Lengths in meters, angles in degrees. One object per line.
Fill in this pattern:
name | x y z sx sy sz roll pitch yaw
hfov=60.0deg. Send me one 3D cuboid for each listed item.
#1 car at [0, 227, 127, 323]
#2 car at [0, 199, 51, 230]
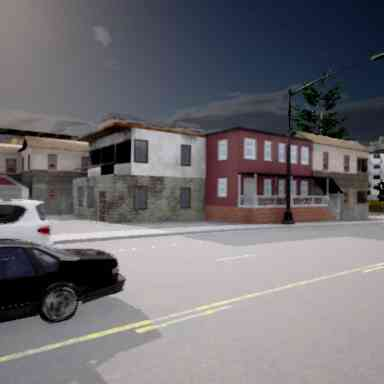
car | -3.842 1.532 5.584 5.357 1.411 2.033 0 0 -37
car | -6.353 1.196 8.076 5.566 2.045 2.150 0 0 -37
